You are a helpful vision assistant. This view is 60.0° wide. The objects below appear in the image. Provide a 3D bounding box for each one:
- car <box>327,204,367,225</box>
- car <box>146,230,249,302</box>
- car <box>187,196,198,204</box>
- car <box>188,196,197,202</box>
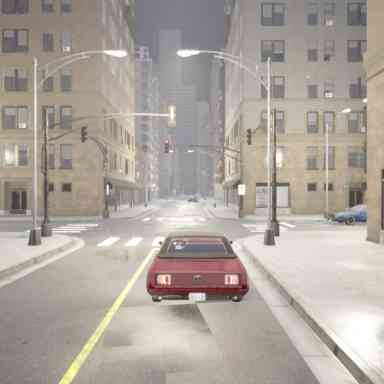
[{"bbox_3d":[12.194,1.512,22.796,5.357,1.411,2.033,0,0,3],"label":"car"},{"bbox_3d":[0.092,1.601,8.203,1.895,1.301,4.718,0,0,0],"label":"car"},{"bbox_3d":[0.169,1.507,65.188,1.812,1.442,4.674,0,0,0],"label":"car"},{"bbox_3d":[0.085,1.567,75.116,1.895,1.301,4.718,0,0,0],"label":"car"}]
